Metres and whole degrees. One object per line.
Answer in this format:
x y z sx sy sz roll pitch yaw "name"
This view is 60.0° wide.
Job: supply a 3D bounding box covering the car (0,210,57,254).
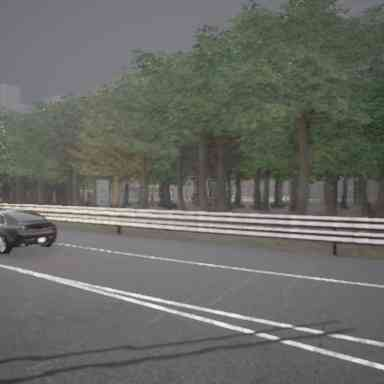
-7.476 1.509 13.548 4.892 1.490 1.837 0 0 35 "car"
